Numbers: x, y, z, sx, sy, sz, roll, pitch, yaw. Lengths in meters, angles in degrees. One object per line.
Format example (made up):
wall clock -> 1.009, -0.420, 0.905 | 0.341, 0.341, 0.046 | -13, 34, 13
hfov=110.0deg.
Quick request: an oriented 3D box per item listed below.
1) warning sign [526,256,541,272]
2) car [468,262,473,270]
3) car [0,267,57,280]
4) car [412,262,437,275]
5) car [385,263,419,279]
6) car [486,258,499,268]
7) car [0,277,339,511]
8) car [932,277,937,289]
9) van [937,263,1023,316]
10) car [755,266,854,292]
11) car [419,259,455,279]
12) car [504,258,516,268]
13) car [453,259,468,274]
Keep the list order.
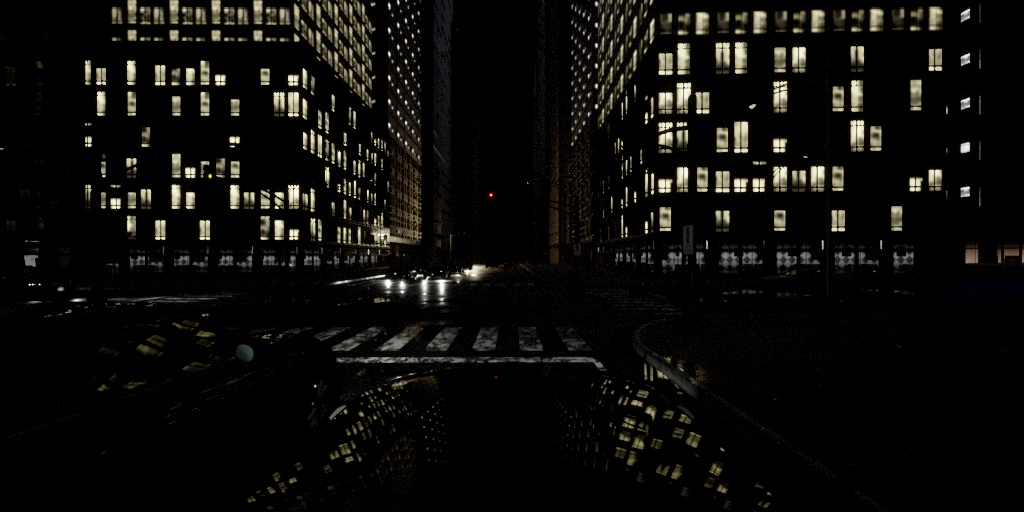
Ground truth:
warning sign -> 2.598, 0.910, 40.836 | 1.300, 1.860, 1.060 | 0, 0, 0
car -> -6.917, 1.390, 52.807 | 1.994, 1.385, 4.181 | 0, 0, 0
car -> -23.089, 1.250, 16.389 | 4.902, 1.511, 2.128 | 0, 0, 0
car -> -10.100, 1.361, 41.707 | 1.994, 1.385, 4.181 | 0, 0, 0
car -> -10.051, 1.343, 32.798 | 1.994, 1.385, 4.181 | 0, 0, 0
car -> -3.545, 1.214, 63.651 | 2.097, 1.767, 4.553 | 0, 0, -1
car -> -3.155, 1.102, 2.560 | 2.097, 1.767, 4.553 | 0, 0, 0
car -> 26.802, 1.357, 20.522 | 4.207, 1.307, 1.802 | 0, 0, 2
van -> 18.288, 1.119, 12.779 | 3.998, 1.789, 1.690 | 0, 0, 2
car -> 16.964, 1.293, 20.942 | 4.829, 1.417, 1.751 | 0, 0, 2
car -> -6.800, 1.305, 32.955 | 1.812, 1.442, 4.674 | 0, 0, 0
car -> -0.401, 1.426, 63.832 | 1.994, 1.385, 4.181 | 0, 0, 0
car -> -6.864, 1.277, 42.828 | 1.882, 1.535, 5.008 | 0, 0, 0
